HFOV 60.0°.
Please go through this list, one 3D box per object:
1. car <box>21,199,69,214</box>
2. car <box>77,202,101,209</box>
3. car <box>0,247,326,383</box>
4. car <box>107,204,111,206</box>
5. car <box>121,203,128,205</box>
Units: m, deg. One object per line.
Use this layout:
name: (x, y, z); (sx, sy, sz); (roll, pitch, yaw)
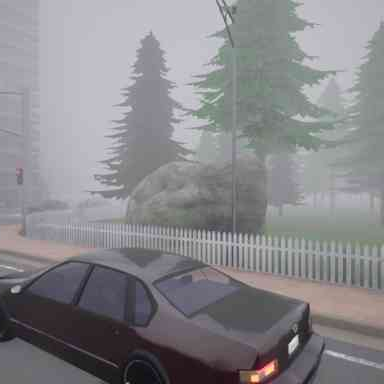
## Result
car: (-15.252, 1.491, 34.937); (2.033, 1.411, 5.357); (0, 0, 17)
car: (-13.586, 1.544, 44.429); (1.895, 1.301, 4.718); (0, 0, 3)
car: (-1.046, 1.547, 4.736); (5.357, 1.411, 2.033); (0, 0, 35)
car: (-14.333, 1.295, 54.215); (2.097, 1.767, 4.553); (0, 0, -12)
car: (-10.871, 1.507, 55.928); (1.994, 1.385, 4.181); (0, 0, -12)
